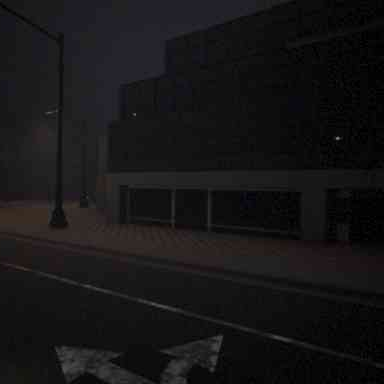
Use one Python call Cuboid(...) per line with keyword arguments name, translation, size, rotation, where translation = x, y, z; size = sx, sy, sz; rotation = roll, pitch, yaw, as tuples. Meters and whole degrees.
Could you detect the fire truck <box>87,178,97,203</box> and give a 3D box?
Cuboid(name="fire truck", translation=(-11.386, -0.338, 49.791), size=(2.891, 3.827, 8.468), rotation=(2, 1, 36))
